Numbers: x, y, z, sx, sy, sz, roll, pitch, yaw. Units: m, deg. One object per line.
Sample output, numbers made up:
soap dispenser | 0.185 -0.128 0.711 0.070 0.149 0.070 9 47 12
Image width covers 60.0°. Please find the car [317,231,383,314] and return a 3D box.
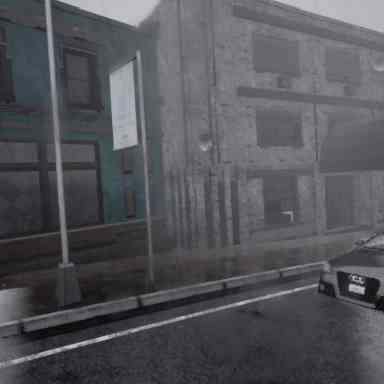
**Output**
car | 4.567 1.510 6.937 4.181 1.385 1.994 -1 0 -33
